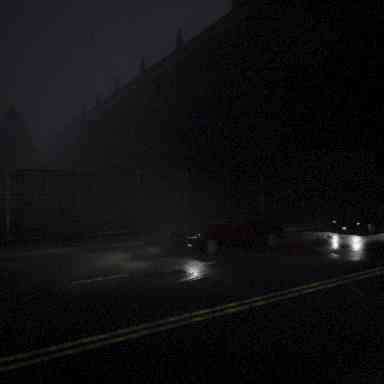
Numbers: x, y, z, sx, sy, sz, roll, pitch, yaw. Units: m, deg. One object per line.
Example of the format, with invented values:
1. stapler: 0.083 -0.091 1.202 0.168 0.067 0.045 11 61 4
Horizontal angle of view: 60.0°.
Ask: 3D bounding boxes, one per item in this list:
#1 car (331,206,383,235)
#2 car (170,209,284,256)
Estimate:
1. car: 10.305 1.541 19.164 5.357 1.411 2.033 0 0 -34
2. car: 1.504 1.474 13.355 5.008 1.535 1.882 0 0 -33
